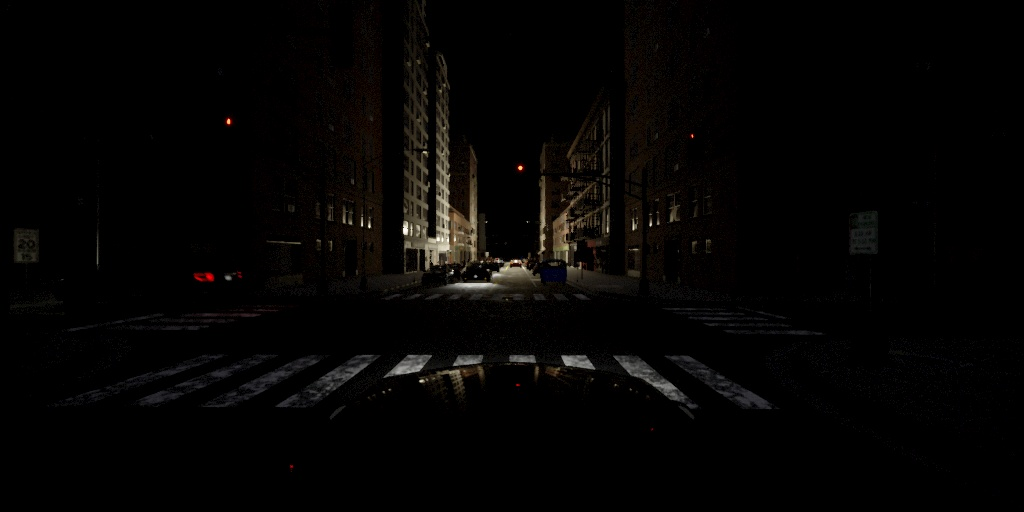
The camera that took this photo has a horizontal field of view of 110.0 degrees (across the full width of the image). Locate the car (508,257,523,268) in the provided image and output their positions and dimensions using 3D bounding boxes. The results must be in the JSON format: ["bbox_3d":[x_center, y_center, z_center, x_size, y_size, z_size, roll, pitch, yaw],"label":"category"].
[{"bbox_3d":[0.639,1.336,59.078,1.895,1.301,4.718,0,0,1],"label":"car"}]

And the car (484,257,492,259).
[{"bbox_3d":[-4.795,1.296,65.234,1.948,1.339,4.313,0,0,1],"label":"car"}]

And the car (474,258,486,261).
[{"bbox_3d":[-4.957,1.268,48.019,1.751,1.417,4.829,0,0,1],"label":"car"}]

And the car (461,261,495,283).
[{"bbox_3d":[-2.612,1.312,27.780,1.994,1.385,4.181,0,0,0],"label":"car"}]

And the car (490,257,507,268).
[{"bbox_3d":[-2.209,1.339,59.723,1.895,1.301,4.718,0,0,1],"label":"car"}]

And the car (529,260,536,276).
[{"bbox_3d":[2.962,1.329,36.757,1.802,1.307,4.207,0,0,1],"label":"car"}]

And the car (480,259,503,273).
[{"bbox_3d":[-2.452,1.346,43.228,1.895,1.301,4.718,0,0,1],"label":"car"}]

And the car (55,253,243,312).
[{"bbox_3d":[-13.264,0.896,13.381,5.566,2.045,2.150,0,0,0],"label":"car"}]

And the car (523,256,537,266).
[{"bbox_3d":[3.123,1.054,53.801,2.192,1.841,5.009,0,0,1],"label":"car"}]

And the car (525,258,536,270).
[{"bbox_3d":[3.069,1.325,48.120,1.802,1.307,4.207,0,0,1],"label":"car"}]

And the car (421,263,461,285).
[{"bbox_3d":[-5.170,1.299,25.462,2.007,1.370,4.403,0,0,1],"label":"car"}]

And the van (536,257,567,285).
[{"bbox_3d":[2.855,1.089,25.395,1.690,1.789,3.998,0,0,1],"label":"van"}]
